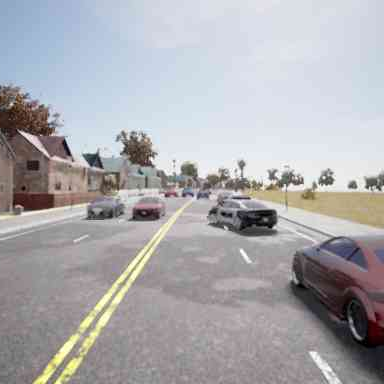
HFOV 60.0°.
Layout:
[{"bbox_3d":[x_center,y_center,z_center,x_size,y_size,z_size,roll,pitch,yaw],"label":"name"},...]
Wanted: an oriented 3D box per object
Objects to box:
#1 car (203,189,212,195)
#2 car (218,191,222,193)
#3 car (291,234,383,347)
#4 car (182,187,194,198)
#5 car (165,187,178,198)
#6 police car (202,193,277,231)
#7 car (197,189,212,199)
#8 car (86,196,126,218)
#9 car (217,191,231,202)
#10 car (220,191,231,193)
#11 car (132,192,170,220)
[{"bbox_3d":[4.029,0.028,84.216,2.128,1.511,4.902,0,1,6],"label":"car"},{"bbox_3d":[4.145,0.799,38.930,1.837,1.490,4.892,0,1,3],"label":"car"},{"bbox_3d":[3.276,1.451,6.117,1.994,1.385,4.181,0,1,0],"label":"car"},{"bbox_3d":[-0.775,0.049,65.914,2.150,2.045,5.566,0,1,4],"label":"car"},{"bbox_3d":[-4.014,0.049,66.175,2.150,2.045,5.566,0,1,4],"label":"car"},{"bbox_3d":[2.616,1.086,18.503,1.930,1.638,5.238,0,1,-21],"label":"police car"},{"bbox_3d":[1.974,0.297,58.966,2.097,1.767,4.553,0,1,4],"label":"car"},{"bbox_3d":[-6.214,1.048,24.487,2.128,1.511,4.902,0,1,2],"label":"car"},{"bbox_3d":[4.697,0.580,49.858,1.882,1.535,5.008,0,1,3],"label":"car"},{"bbox_3d":[3.723,0.982,27.995,2.128,1.511,4.902,0,1,2],"label":"car"},{"bbox_3d":[-2.984,1.045,23.796,1.882,1.535,5.008,0,1,2],"label":"car"}]
